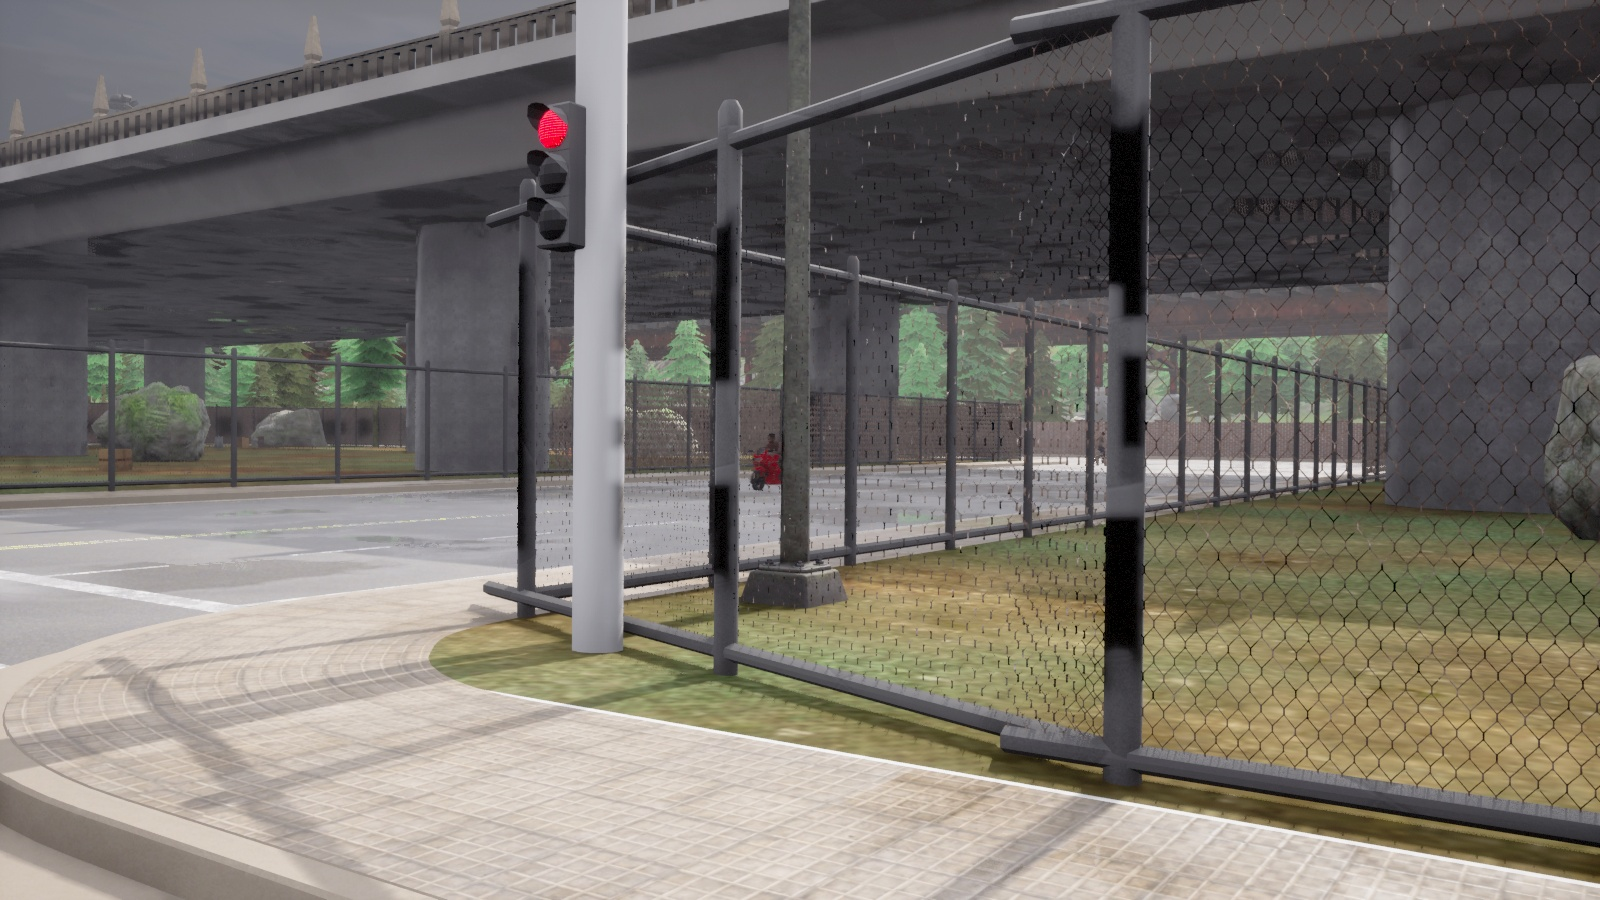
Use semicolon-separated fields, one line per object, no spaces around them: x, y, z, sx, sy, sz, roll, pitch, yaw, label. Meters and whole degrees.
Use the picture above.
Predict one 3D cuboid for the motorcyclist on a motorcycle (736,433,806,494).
-0.743;0.328;32.806;0.797;1.523;2.044;0;1;33;motorcyclist on a motorcycle
